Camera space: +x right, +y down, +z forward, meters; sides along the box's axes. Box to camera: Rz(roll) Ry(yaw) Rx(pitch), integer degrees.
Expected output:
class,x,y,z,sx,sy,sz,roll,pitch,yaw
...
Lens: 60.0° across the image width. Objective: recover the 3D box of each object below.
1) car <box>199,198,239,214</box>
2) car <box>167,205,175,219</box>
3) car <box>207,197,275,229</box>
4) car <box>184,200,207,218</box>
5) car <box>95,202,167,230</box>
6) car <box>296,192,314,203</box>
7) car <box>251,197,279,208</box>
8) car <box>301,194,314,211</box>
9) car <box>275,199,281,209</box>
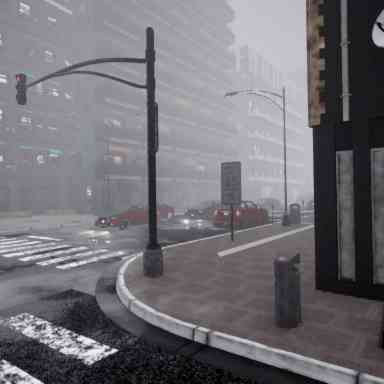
class,x,y,z,sx,sy,sz,roll,pitch,yaw
car,2.815,1.384,33.893,2.008,1.369,4.403,-1,0,36
car,-3.204,1.459,25.779,1.887,1.381,4.507,-1,0,36
car,3.012,1.201,19.740,1.967,1.590,4.097,-1,0,36
car,1.588,1.376,27.820,2.033,1.411,5.357,-1,0,36
car,-3.843,1.465,20.358,1.994,1.385,4.181,-1,0,36
car,19.479,0.931,56.793,2.192,1.841,5.009,-1,0,36
car,9.482,1.311,43.053,1.947,1.339,4.313,-1,0,36
car,12.923,1.196,33.542,1.947,1.339,4.313,-1,0,36
car,8.102,1.290,36.756,2.033,1.411,5.357,-1,0,36
